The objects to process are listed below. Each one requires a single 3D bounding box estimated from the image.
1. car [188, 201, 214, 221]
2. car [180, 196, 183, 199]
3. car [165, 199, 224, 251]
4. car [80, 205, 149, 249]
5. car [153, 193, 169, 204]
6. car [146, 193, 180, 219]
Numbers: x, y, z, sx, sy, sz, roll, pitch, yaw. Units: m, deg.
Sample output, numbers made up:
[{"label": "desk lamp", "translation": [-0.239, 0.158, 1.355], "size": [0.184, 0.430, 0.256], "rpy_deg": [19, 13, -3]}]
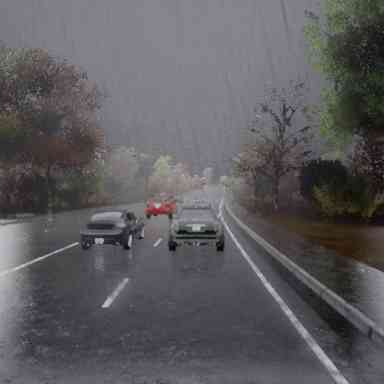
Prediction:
[{"label": "car", "translation": [0.881, 1.561, 29.161], "size": [2.033, 1.411, 5.357], "rpy_deg": [0, 0, 3]}, {"label": "car", "translation": [-2.803, 1.600, 67.493], "size": [2.033, 1.411, 5.357], "rpy_deg": [0, 0, 6]}, {"label": "car", "translation": [0.217, 1.363, 14.304], "size": [2.097, 1.767, 4.553], "rpy_deg": [0, 0, 2]}, {"label": "car", "translation": [-3.280, 1.513, 14.438], "size": [1.837, 1.490, 4.892], "rpy_deg": [0, 0, 2]}, {"label": "car", "translation": [-6.287, 1.325, 67.826], "size": [2.150, 2.045, 5.566], "rpy_deg": [0, 0, 6]}, {"label": "car", "translation": [-2.611, 1.255, 29.400], "size": [2.150, 2.045, 5.566], "rpy_deg": [0, 0, 3]}]
